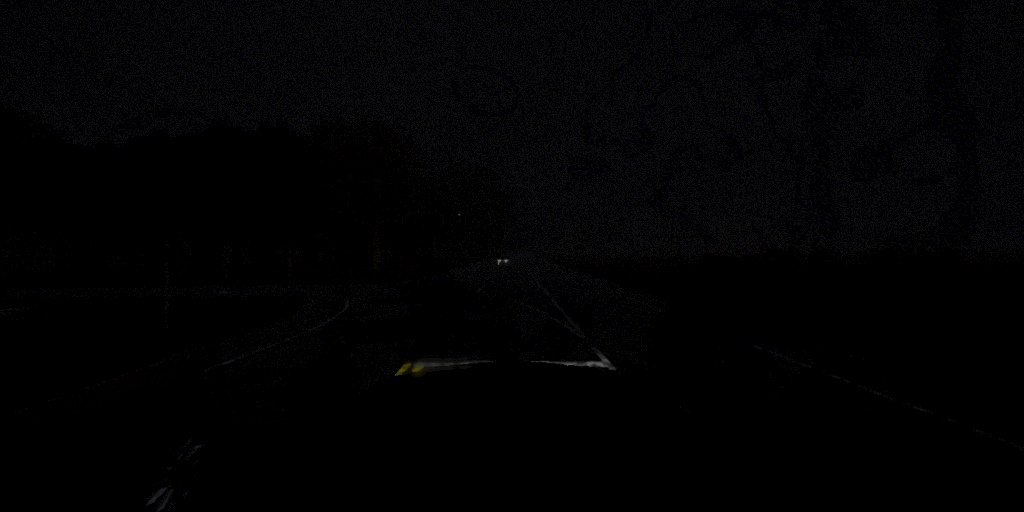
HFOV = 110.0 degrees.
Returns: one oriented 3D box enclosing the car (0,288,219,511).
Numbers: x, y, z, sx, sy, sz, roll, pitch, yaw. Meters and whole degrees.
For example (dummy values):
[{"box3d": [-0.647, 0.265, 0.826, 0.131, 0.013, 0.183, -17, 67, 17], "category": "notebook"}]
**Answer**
[{"box3d": [-3.500, 1.109, 1.034, 2.097, 1.767, 4.553, 0, 0, 0], "category": "car"}]
